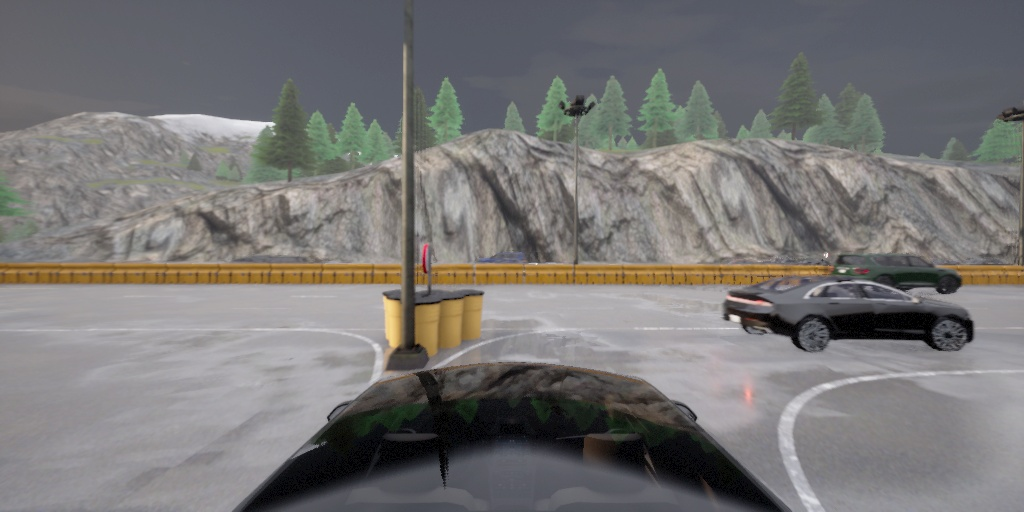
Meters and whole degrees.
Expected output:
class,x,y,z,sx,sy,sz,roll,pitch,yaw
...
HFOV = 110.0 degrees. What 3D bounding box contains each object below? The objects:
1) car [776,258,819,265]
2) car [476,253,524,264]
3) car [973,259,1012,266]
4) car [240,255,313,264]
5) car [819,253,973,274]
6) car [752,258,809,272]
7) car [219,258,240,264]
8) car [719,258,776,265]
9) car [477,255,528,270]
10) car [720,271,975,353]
class,x,y,z,sx,sy,sz,roll,pitch,yaw
car,30.400,1.018,36.786,5.008,1.535,1.882,0,1,-2
car,-1.153,0.627,39.305,5.566,2.045,2.150,0,1,-2
car,48.740,1.019,37.305,4.892,1.490,1.837,0,1,0
car,-18.221,0.796,28.348,4.553,1.767,2.097,0,1,-2
car,19.790,0.891,18.684,5.566,2.045,2.150,0,1,-2
car,30.106,1.000,40.274,4.902,1.511,2.128,0,1,-2
car,-26.101,0.860,35.142,4.892,1.490,1.837,1,1,-1
car,18.261,1.044,29.343,5.008,1.535,1.882,0,1,-2
car,-0.726,0.930,35.818,4.902,1.511,2.128,0,1,-2
car,7.456,1.215,8.179,4.902,1.511,2.128,0,0,-2
